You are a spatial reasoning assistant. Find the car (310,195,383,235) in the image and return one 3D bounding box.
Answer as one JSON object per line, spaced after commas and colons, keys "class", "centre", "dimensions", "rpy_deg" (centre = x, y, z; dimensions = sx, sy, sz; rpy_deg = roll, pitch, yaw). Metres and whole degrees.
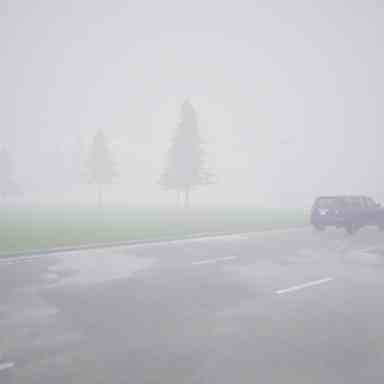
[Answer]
{"class": "car", "centre": [9.022, 1.183, 18.804], "dimensions": [5.566, 2.045, 2.150], "rpy_deg": [0, 0, -34]}
